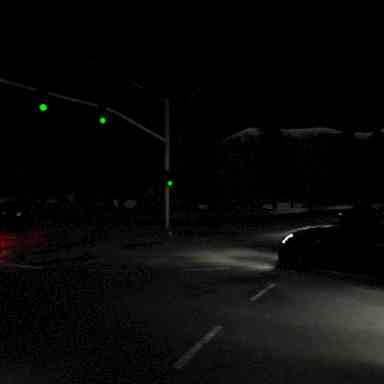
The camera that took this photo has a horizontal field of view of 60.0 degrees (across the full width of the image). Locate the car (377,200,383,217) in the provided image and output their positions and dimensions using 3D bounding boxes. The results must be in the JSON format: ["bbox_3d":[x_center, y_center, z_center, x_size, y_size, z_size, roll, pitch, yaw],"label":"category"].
[{"bbox_3d":[19.005,1.465,30.611,5.008,1.535,1.882,0,0,-41],"label":"car"}]

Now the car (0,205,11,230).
[{"bbox_3d":[-11.320,1.522,16.367,4.902,1.511,2.128,0,0,36],"label":"car"}]

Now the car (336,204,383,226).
[{"bbox_3d":[12.245,1.595,24.084,1.895,1.301,4.718,0,0,43],"label":"car"}]

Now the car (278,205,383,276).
[{"bbox_3d":[4.756,1.352,9.199,4.553,1.767,2.097,0,0,36],"label":"car"}]

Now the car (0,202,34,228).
[{"bbox_3d":[-12.154,1.389,21.262,4.553,1.767,2.097,0,0,35],"label":"car"}]
